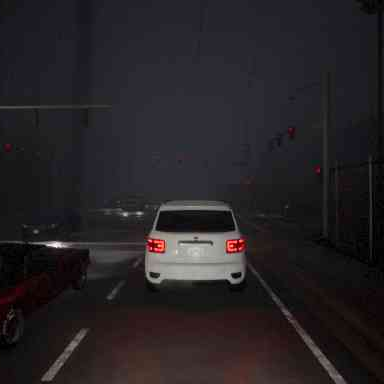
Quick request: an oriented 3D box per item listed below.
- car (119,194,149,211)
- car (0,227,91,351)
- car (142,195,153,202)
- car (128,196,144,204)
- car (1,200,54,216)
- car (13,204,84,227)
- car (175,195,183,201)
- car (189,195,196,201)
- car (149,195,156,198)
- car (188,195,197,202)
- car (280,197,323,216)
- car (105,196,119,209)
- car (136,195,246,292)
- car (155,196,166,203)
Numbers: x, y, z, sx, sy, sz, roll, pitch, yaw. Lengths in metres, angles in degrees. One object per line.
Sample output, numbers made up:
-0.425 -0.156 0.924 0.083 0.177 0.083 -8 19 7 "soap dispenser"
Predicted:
-7.036 1.223 40.892 2.150 2.045 5.566 0 0 0 "car"
-3.433 1.601 6.147 1.895 1.301 4.718 0 0 1 "car"
-10.378 1.452 77.296 1.882 1.535 5.008 0 0 0 "car"
-10.451 1.547 62.645 2.033 1.411 5.357 0 0 1 "car"
-16.411 1.542 33.408 4.902 1.511 2.128 0 1 -13 "car"
-7.074 1.540 17.425 1.812 1.442 4.674 0 0 0 "car"
-3.364 1.540 86.011 2.033 1.411 5.357 0 0 0 "car"
0.136 1.524 86.128 1.812 1.442 4.674 0 0 0 "car"
-6.987 1.504 58.066 1.837 1.490 4.892 0 0 0 "car"
0.125 1.523 75.725 2.128 1.511 4.902 0 0 0 "car"
11.002 1.407 32.657 4.553 1.767 2.097 0 0 0 "car"
-10.526 1.352 46.041 2.097 1.767 4.553 0 0 0 "car"
0.087 1.221 9.072 2.150 2.045 5.566 0 0 0 "car"
-6.884 1.523 73.208 1.812 1.442 4.674 0 0 0 "car"
